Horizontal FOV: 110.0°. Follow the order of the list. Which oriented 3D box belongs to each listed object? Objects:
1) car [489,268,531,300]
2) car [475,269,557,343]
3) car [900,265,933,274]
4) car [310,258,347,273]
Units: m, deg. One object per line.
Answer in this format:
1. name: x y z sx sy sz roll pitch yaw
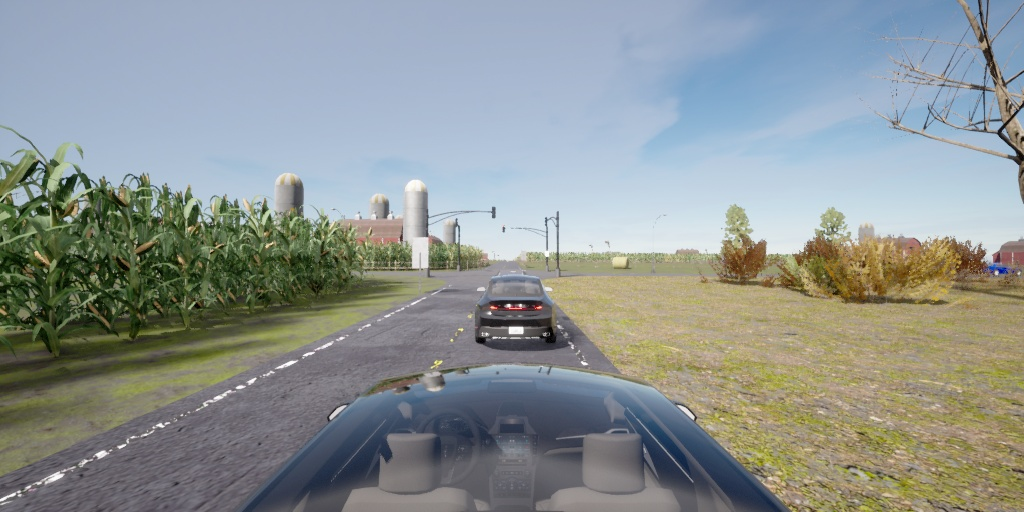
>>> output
1. car: 0.032 1.360 18.823 1.895 1.301 4.718 0 0 4
2. car: 0.080 1.259 9.672 1.837 1.490 4.892 0 0 0
3. car: 48.559 1.768 42.536 4.181 1.385 1.994 1 -1 -5
4. car: -19.828 0.931 37.659 4.553 1.767 2.097 0 -1 -3
